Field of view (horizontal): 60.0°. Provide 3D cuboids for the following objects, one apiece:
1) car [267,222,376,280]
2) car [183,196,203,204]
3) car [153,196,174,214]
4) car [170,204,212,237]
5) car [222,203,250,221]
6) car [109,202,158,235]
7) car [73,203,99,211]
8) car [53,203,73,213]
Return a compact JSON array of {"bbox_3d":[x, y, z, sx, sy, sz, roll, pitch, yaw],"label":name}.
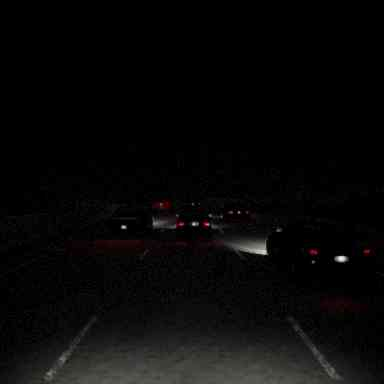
[{"bbox_3d":[3.599,1.590,10.019,1.994,1.385,4.181,0,0,0],"label":"car"},{"bbox_3d":[0.098,1.571,39.106,2.150,2.045,5.566,0,-3,0],"label":"car"},{"bbox_3d":[-3.401,1.573,39.140,2.150,2.045,5.566,0,-3,0],"label":"car"},{"bbox_3d":[0.099,1.594,18.381,2.033,1.411,5.357,0,0,0],"label":"car"},{"bbox_3d":[3.599,1.620,27.977,2.033,1.411,5.357,0,0,0],"label":"car"},{"bbox_3d":[-3.401,1.540,19.024,2.128,1.511,4.902,0,0,0],"label":"car"},{"bbox_3d":[-14.056,2.208,45.293,1.882,1.535,5.008,0,-5,0],"label":"car"},{"bbox_3d":[-17.554,2.312,46.042,1.812,1.442,4.674,0,-5,1],"label":"car"}]
